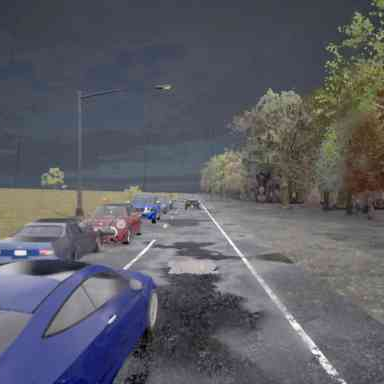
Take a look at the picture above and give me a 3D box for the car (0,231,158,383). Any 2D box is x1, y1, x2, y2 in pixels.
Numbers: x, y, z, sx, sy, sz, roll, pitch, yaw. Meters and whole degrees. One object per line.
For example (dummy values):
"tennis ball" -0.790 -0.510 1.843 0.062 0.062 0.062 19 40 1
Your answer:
"car" -1.681 1.526 3.897 1.812 1.442 4.674 0 0 6

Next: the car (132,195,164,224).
"car" -3.623 1.222 25.251 2.150 2.045 5.566 0 0 -1

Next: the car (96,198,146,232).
"car" -3.690 1.353 15.599 2.097 1.767 4.553 0 0 1

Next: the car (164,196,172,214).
"car" -3.620 1.351 35.256 2.097 1.767 4.553 0 0 0

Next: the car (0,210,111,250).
"car" -4.313 1.549 10.719 2.033 1.411 5.357 0 0 -2

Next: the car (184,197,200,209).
"car" 0.027 1.500 44.328 1.837 1.490 4.892 0 0 0

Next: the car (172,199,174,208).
"car" -3.627 1.346 45.262 2.097 1.767 4.553 0 0 0
